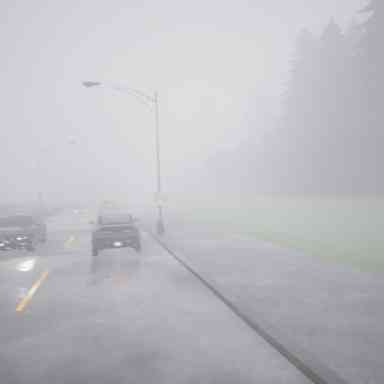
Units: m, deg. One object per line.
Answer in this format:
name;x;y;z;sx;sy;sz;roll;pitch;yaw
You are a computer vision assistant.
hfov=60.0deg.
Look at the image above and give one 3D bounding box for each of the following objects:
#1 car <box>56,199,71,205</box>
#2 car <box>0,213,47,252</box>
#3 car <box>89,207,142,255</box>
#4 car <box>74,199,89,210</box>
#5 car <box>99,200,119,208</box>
car;-32.400;2.526;84.540;2.033;1.415;5.357;-2;0;35
car;-7.820;1.765;14.991;1.837;1.490;4.892;-2;0;-15
car;-3.253;1.606;14.131;1.837;1.490;4.892;-2;0;-15
car;-18.264;1.949;55.157;2.097;1.767;4.553;-2;0;-14
car;-9.054;1.641;36.323;2.097;1.767;4.553;-2;0;-15
